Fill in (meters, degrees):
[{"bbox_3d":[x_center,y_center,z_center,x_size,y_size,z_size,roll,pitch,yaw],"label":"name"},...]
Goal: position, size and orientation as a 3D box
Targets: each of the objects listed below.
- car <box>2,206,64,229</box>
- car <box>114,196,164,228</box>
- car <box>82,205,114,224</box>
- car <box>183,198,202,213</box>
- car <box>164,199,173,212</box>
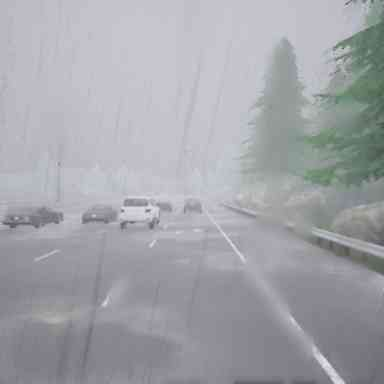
[{"bbox_3d":[-10.458,1.621,22.357,2.033,1.411,5.357,0,0,1],"label":"car"},{"bbox_3d":[-3.458,1.301,22.840,2.150,2.045,5.566,0,0,0],"label":"car"},{"bbox_3d":[-6.937,1.650,25.597,1.994,1.385,4.181,0,0,0],"label":"car"},{"bbox_3d":[0.078,1.486,39.627,2.097,1.767,4.553,0,0,0],"label":"car"},{"bbox_3d":[-3.415,1.618,41.431,1.882,1.535,5.008,0,0,0],"label":"car"}]
